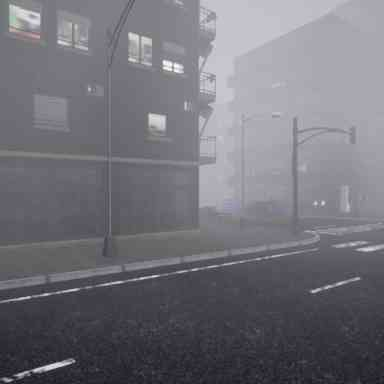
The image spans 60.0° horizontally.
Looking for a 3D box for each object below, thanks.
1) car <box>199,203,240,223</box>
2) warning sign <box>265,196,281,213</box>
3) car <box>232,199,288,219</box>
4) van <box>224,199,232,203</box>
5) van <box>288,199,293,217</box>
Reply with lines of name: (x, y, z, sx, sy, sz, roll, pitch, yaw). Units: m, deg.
car: (1.789, 1.871, 28.659, 1.802, 1.307, 4.206, -1, 0, -36)
warning sign: (9.018, 1.394, 36.966, 1.300, 1.860, 1.060, 1, 0, -36)
car: (6.434, 1.618, 32.067, 2.097, 1.767, 4.553, 0, -1, -36)
van: (5.211, 1.671, 38.092, 1.690, 1.788, 3.998, -1, 0, -36)
van: (8.527, 1.597, 33.577, 1.690, 1.788, 3.998, -1, 0, -36)
